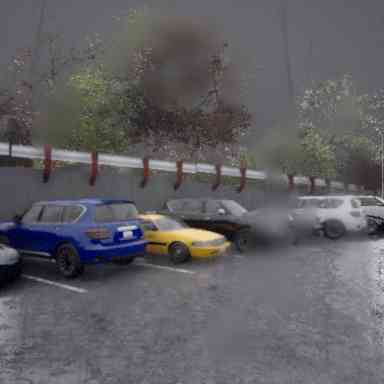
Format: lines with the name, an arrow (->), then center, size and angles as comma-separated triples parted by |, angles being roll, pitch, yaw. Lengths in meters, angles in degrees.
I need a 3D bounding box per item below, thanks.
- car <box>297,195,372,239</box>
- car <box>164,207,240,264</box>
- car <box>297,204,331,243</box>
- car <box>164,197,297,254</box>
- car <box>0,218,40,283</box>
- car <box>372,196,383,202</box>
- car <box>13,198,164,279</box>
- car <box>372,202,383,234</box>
car -> 5.948, 1.226, 17.301 | 5.566, 2.045, 2.435 | -1, 0, 34
car -> -1.250, 1.477, 11.911 | 5.366, 1.575, 1.946 | -1, -1, 34
car -> 3.516, 1.480, 15.508 | 4.892, 1.521, 2.231 | -1, 0, 35
car -> 1.077, 1.229, 13.749 | 5.566, 2.045, 2.435 | -1, -1, 35
car -> -6.300, 1.516, 8.483 | 4.792, 1.488, 2.163 | -1, -1, 35
car -> 10.919, 1.221, 20.780 | 5.566, 2.045, 2.435 | -1, -1, 34
car -> -3.892, 1.234, 10.276 | 5.566, 2.045, 2.435 | -1, 0, 34
car -> 8.462, 1.504, 19.019 | 4.792, 1.488, 2.163 | -1, -1, 34
